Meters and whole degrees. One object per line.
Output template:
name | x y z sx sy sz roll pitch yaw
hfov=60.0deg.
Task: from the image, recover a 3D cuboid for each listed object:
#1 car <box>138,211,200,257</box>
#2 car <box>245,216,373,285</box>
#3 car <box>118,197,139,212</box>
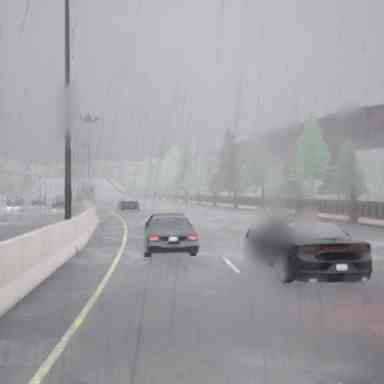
car | -0.920 1.485 12.750 2.033 1.411 5.357 0 0 -8
car | 2.916 1.418 9.456 1.882 1.535 5.008 0 0 -6
car | -7.029 1.315 36.551 1.882 1.535 5.008 0 0 -19
